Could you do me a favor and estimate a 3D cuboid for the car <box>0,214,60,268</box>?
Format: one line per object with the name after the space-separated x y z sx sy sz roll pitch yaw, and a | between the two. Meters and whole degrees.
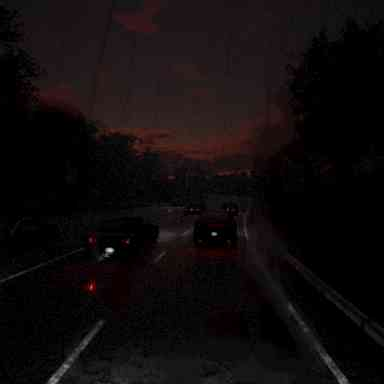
-6.472 1.576 11.703 2.128 1.511 4.902 0 0 5 | car

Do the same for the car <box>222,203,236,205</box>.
3.913 1.824 35.030 2.033 1.411 5.357 0 0 10 | car

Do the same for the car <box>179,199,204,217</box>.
0.390 1.817 35.198 2.033 1.411 5.357 0 0 10 | car

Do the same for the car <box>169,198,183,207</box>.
-2.556 1.841 57.921 1.837 1.490 4.892 0 0 11 | car

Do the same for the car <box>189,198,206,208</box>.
0.948 1.882 57.588 2.033 1.411 5.357 0 0 11 | car

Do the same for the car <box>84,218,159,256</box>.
-2.607 1.709 13.590 1.895 1.301 4.718 0 0 5 | car

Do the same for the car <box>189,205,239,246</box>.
1.189 1.615 16.245 1.882 1.535 5.008 0 0 6 | car
